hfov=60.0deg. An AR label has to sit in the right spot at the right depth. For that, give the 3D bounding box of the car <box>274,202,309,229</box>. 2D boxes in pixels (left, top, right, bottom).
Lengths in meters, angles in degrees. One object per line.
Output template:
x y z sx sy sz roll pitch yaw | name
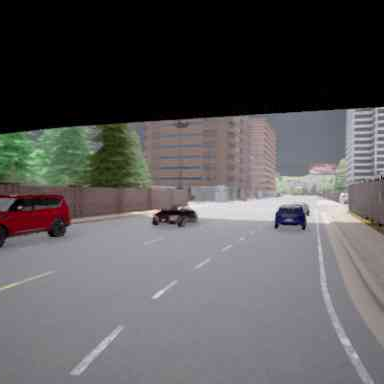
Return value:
6.716 1.547 22.465 1.882 1.535 5.008 1 0 20 | car

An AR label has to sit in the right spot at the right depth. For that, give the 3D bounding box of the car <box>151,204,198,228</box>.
-1.056 1.526 22.189 1.994 1.385 4.181 1 0 20 | car

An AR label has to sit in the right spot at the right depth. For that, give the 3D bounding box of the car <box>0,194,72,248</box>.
-7.625 1.101 14.287 2.150 2.045 5.566 1 0 19 | car
